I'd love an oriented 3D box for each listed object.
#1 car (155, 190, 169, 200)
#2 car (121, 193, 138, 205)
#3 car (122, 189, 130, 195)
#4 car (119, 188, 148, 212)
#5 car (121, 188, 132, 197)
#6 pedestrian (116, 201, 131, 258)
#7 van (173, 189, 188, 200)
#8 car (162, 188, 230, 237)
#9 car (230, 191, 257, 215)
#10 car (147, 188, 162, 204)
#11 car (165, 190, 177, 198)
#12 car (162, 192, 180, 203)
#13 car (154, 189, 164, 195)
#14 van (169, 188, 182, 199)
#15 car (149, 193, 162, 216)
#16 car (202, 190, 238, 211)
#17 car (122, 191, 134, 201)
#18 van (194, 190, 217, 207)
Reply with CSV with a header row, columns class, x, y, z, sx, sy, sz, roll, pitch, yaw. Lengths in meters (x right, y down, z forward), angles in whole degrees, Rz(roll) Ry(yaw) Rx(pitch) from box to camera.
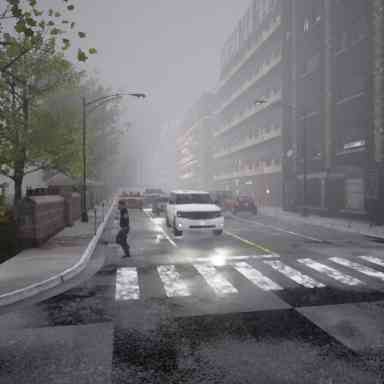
class,x,y,z,sx,sy,sz,roll,pitch,yaw
car,-5.095,0.495,56.241,1.837,1.490,4.892,0,1,-12
car,-7.837,0.834,41.506,1.947,1.339,4.313,1,1,-12
car,-17.926,-0.044,90.174,1.947,1.339,4.313,1,1,-12
car,-5.590,0.779,30.687,2.192,1.841,5.009,1,1,-12
car,-14.559,-0.002,73.948,2.192,1.841,5.009,1,1,-12
pedestrian,-2.118,1.125,10.366,0.375,1.860,0.375,1,0,-12
van,-1.870,0.366,54.018,1.690,1.788,3.998,1,1,-12
car,-0.042,0.930,16.766,2.150,2.045,5.566,0,1,-10
car,3.734,0.953,26.981,1.967,1.590,4.097,1,1,-12
car,-4.282,0.563,37.114,2.150,2.045,5.566,0,1,-11
car,-4.149,0.352,65.001,1.752,1.417,4.829,1,1,-12
car,-3.038,0.765,46.593,1.895,1.301,4.718,0,1,-11
car,-8.600,0.005,86.466,1.947,1.339,4.313,1,1,-12
van,-2.991,0.268,59.425,1.690,1.788,3.998,1,1,-12
car,-2.137,1.055,26.714,1.812,1.442,4.674,0,1,-12
car,2.614,0.730,32.386,2.192,1.841,5.009,1,1,-12
car,-10.044,0.602,52.154,1.752,1.417,4.829,1,1,-12
van,1.493,0.658,37.794,1.690,1.788,3.998,1,1,-12
